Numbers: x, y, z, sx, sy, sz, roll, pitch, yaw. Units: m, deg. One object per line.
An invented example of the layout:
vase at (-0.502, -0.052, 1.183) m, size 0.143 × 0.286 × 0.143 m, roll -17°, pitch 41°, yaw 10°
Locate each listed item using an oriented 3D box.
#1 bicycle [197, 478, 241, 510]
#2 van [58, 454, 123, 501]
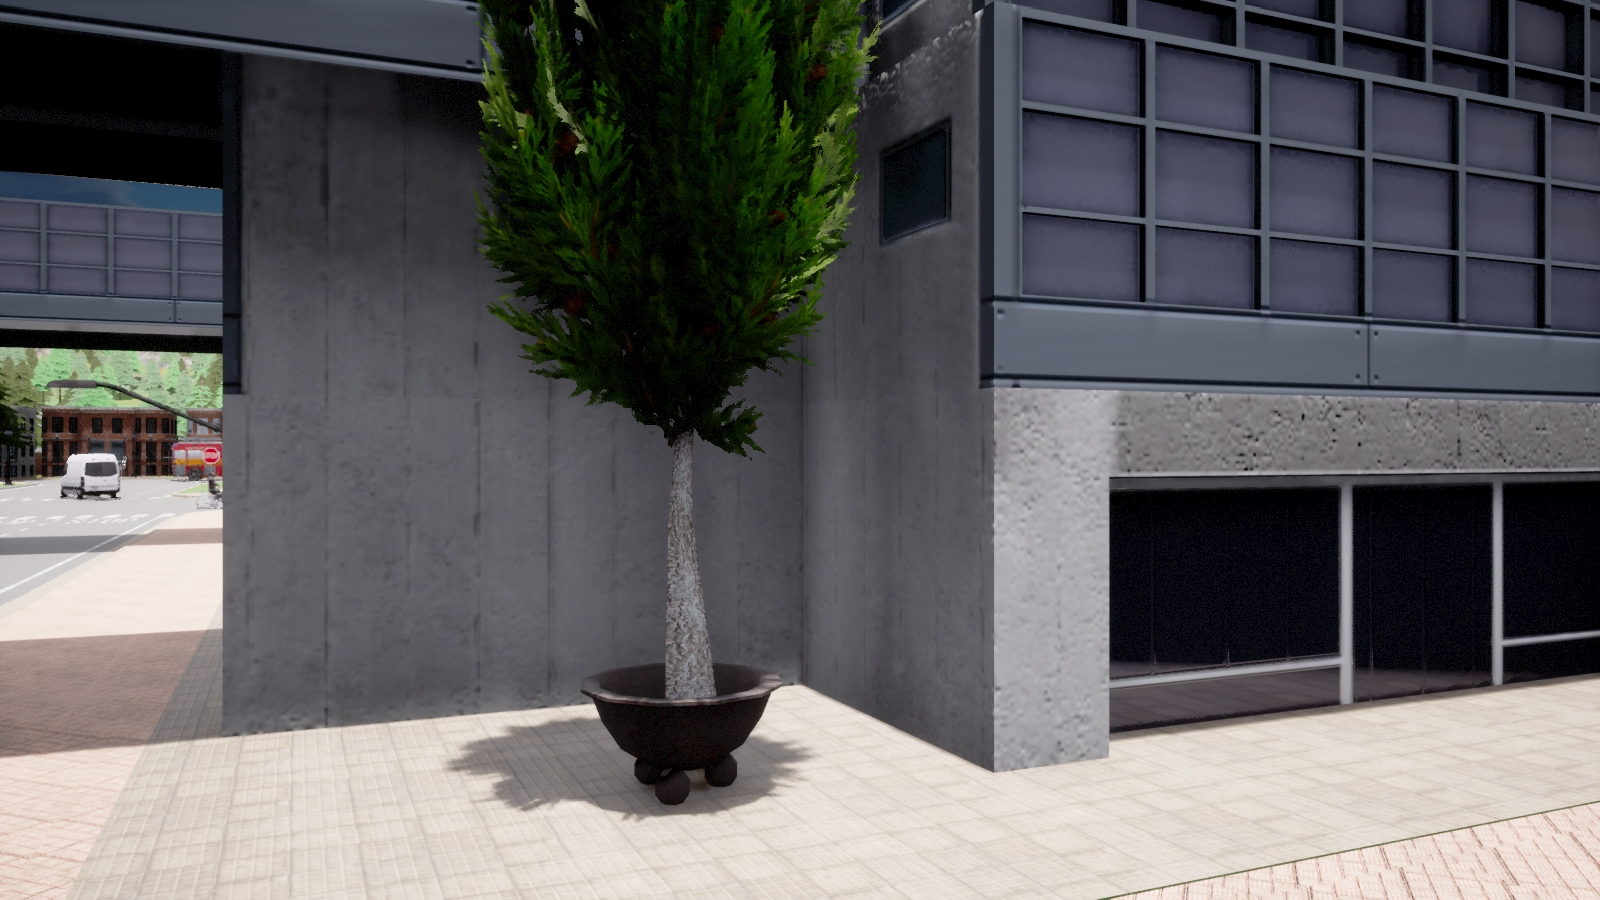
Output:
bicycle at (-27.565, 2.060, 54.179) m, size 1.835 × 1.471 × 0.329 m, roll 0°, pitch 0°, yaw -23°
van at (-41.262, 1.521, 66.380) m, size 1.988 × 2.561 × 5.915 m, roll -1°, pitch 1°, yaw -43°
